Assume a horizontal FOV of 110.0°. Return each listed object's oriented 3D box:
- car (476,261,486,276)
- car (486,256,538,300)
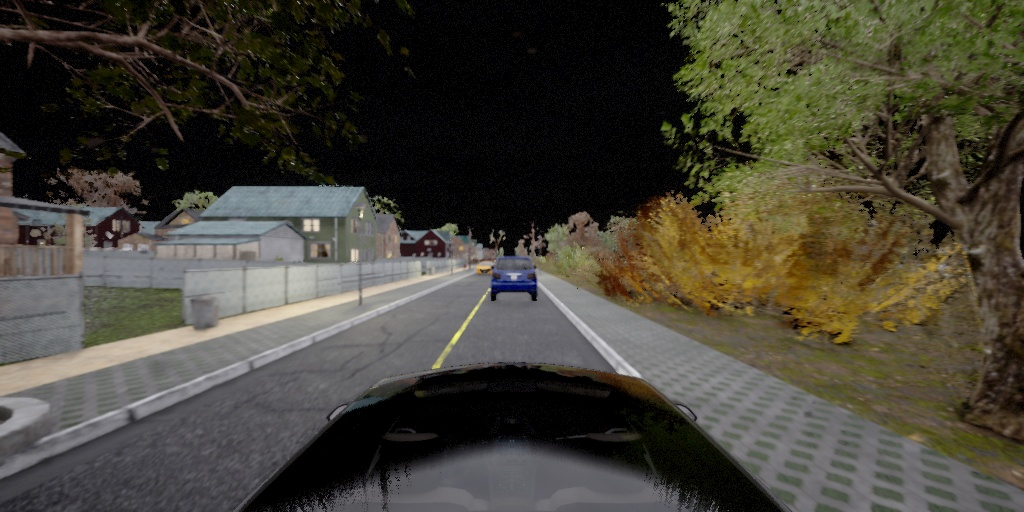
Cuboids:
[{"bbox_3d":[-2.858,1.336,39.885,1.882,1.535,5.008,0,0,0],"label":"car"},{"bbox_3d":[0.089,1.018,18.000,2.150,2.045,5.566,0,0,0],"label":"car"}]
